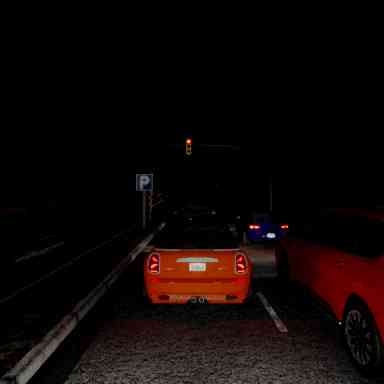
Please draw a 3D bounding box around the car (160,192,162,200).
[{"bbox_3d":[-9.792,1.353,75.276,4.674,1.452,2.002,-1,0,-13],"label":"car"}]

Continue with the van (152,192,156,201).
[{"bbox_3d":[-10.381,1.087,69.309,4.442,1.987,1.878,-1,0,-14],"label":"van"}]

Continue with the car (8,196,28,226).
[{"bbox_3d":[-13.671,1.400,22.511,4.553,1.767,2.185,-1,0,-19],"label":"car"}]

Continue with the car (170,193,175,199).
[{"bbox_3d":[-8.180,1.057,87.269,5.566,2.045,2.435,-1,0,-12],"label":"car"}]

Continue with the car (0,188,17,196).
[{"bbox_3d":[-28.268,0.132,51.156,2.002,1.452,4.674,6,-3,-20],"label":"car"}]

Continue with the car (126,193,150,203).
[{"bbox_3d":[-10.840,1.190,66.268,4.553,1.767,2.185,-1,0,-14],"label":"car"}]

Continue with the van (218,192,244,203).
[{"bbox_3d":[7.156,1.037,62.955,4.442,1.987,1.878,1,0,-14],"label":"van"}]

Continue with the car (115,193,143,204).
[{"bbox_3d":[-11.566,1.352,60.322,4.792,1.488,2.163,-1,0,-15],"label":"car"}]

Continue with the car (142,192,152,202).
[{"bbox_3d":[-10.927,1.309,63.315,5.366,1.575,1.946,-1,0,-15],"label":"car"}]

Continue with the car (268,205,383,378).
[{"bbox_3d":[3.099,1.229,5.688,2.150,2.045,5.566,0,0,-1],"label":"car"}]

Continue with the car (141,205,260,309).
[{"bbox_3d":[0.101,1.363,8.077,2.097,1.767,4.553,0,0,0],"label":"car"}]

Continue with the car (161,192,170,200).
[{"bbox_3d":[-8.624,1.350,84.262,4.674,1.452,2.002,-1,0,-12],"label":"car"}]

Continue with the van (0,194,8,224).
[{"bbox_3d":[-13.641,1.294,19.534,4.442,1.987,1.878,-1,0,-20],"label":"van"}]

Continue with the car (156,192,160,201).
[{"bbox_3d":[-10.159,1.315,72.280,4.892,1.521,2.231,-1,0,-14],"label":"car"}]

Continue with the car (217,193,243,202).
[{"bbox_3d":[7.534,1.136,65.925,4.553,1.767,2.185,1,0,-14],"label":"car"}]

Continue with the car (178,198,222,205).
[{"bbox_3d":[0.142,1.377,16.723,2.097,1.767,4.553,0,0,0],"label":"car"}]

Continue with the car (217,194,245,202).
[{"bbox_3d":[8.063,1.258,68.920,5.366,1.575,1.946,1,0,-13],"label":"car"}]

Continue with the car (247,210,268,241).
[{"bbox_3d":[3.131,1.548,15.382,1.812,1.442,4.674,0,0,0],"label":"car"}]

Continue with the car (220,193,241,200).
[{"bbox_3d":[9.294,1.122,80.629,4.553,1.767,2.185,1,0,-12],"label":"car"}]
